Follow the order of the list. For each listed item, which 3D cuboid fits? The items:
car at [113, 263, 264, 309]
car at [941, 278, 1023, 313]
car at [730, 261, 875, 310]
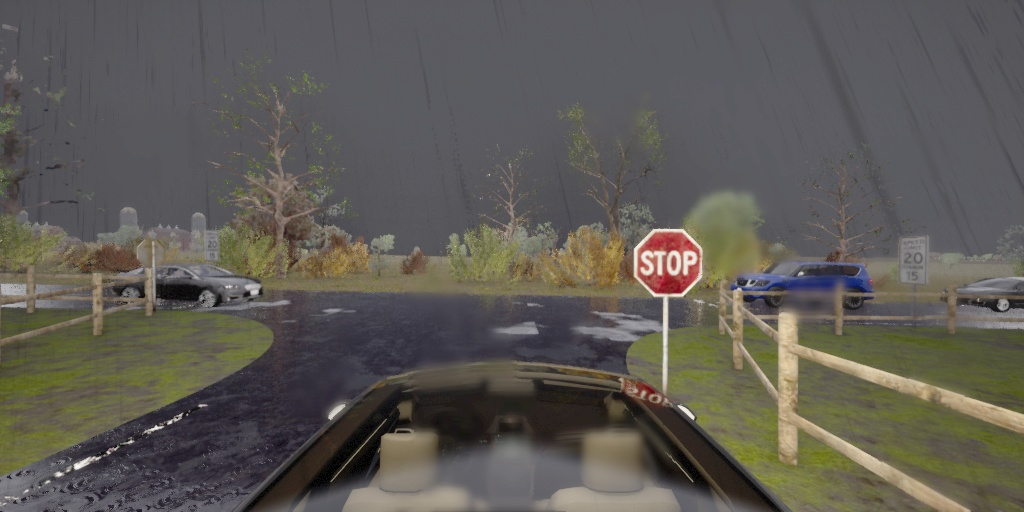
[{"bbox_3d":[-11.956,1.030,13.421,4.902,1.511,2.128,1,1,4],"label":"car"},{"bbox_3d":[22.871,1.749,16.502,4.892,1.490,1.837,1,1,0],"label":"car"},{"bbox_3d":[13.252,1.260,16.514,5.566,2.045,2.150,1,1,0],"label":"car"}]
